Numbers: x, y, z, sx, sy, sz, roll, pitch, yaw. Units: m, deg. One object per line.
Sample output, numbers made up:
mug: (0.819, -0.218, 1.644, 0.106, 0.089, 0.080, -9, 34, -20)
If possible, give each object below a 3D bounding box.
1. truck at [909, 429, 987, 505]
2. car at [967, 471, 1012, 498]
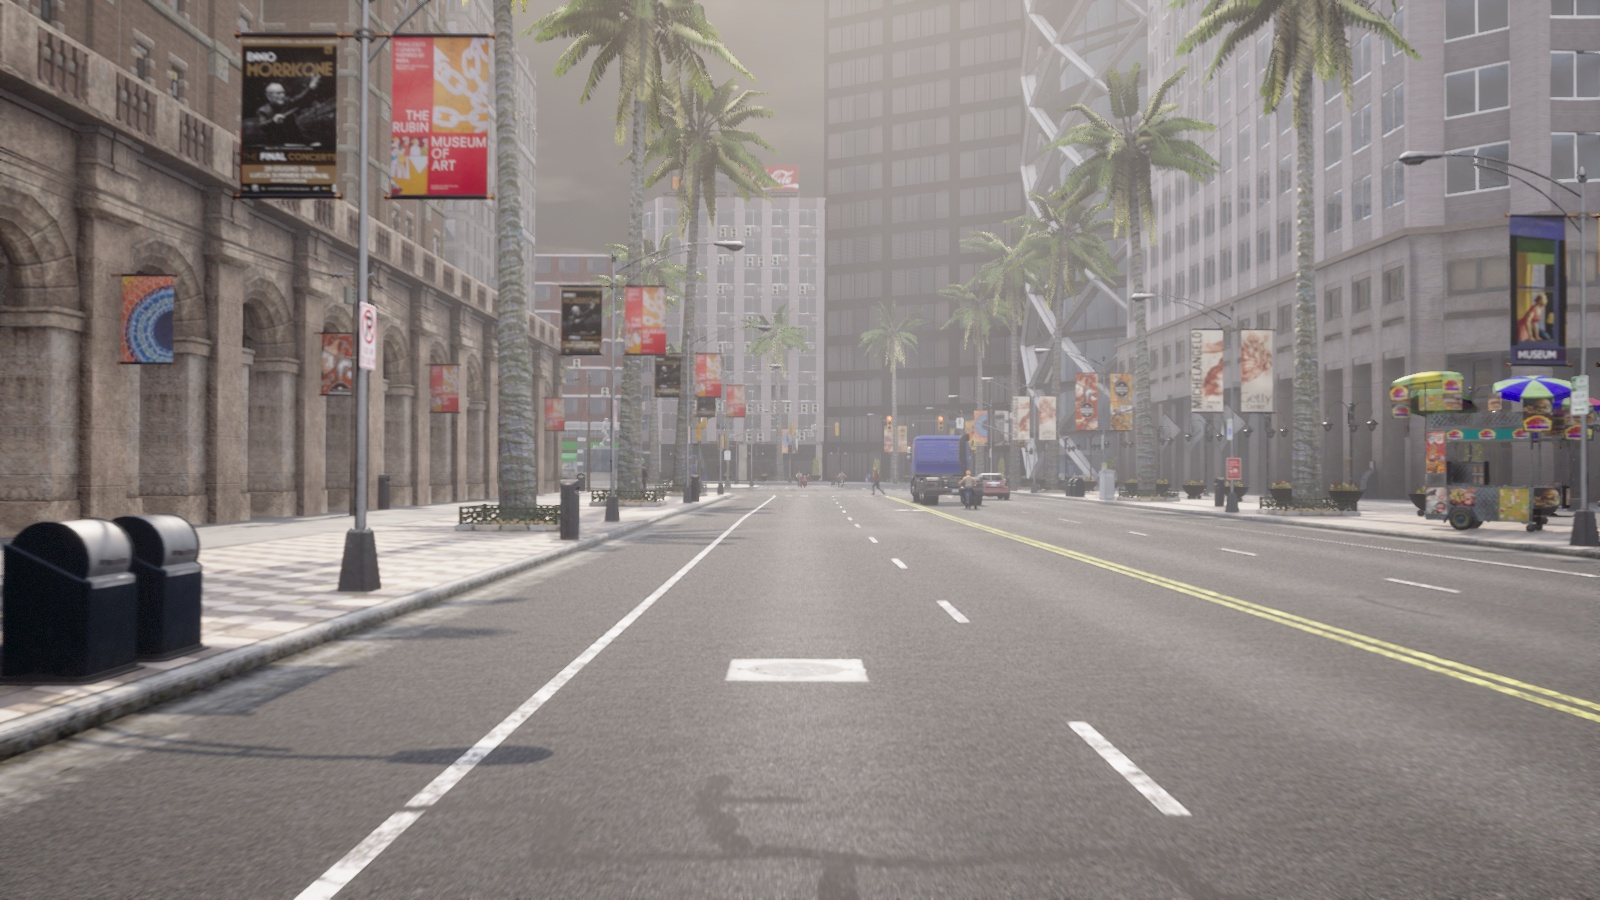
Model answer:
truck: (7.092, 0.828, 61.177, 2.891, 3.462, 7.936, 0, -1, 0)
car: (10.679, 1.925, 70.972, 1.970, 1.475, 3.806, 0, -1, 1)
